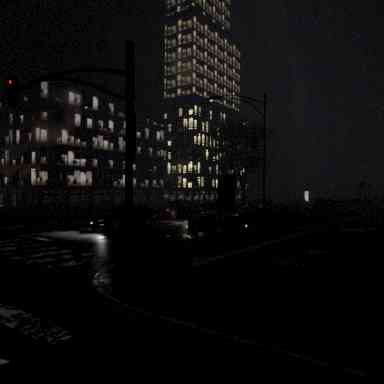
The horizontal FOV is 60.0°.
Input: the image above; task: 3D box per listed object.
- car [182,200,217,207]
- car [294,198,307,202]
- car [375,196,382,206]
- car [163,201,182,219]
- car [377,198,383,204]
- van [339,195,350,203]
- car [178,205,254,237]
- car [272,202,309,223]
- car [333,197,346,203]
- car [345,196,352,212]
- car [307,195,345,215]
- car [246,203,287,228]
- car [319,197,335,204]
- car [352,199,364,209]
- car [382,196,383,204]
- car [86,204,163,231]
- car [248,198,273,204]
[{"bbox_3d":[1.659,1.568,29.198,1.882,1.535,5.008,1,0,36],"label":"car"},{"bbox_3d":[18.253,1.726,56.023,1.752,1.417,4.829,1,0,36],"label":"car"},{"bbox_3d":[35.093,1.940,64.710,1.752,1.417,4.829,1,0,36],"label":"car"},{"bbox_3d":[-1.541,1.480,29.450,1.967,1.590,4.097,1,0,36],"label":"car"},{"bbox_3d":[44.888,2.047,77.967,2.008,1.369,4.403,1,0,36],"label":"car"},{"bbox_3d":[38.150,1.705,82.945,1.690,1.788,3.998,1,0,36],"label":"van"},{"bbox_3d":[1.517,1.696,19.056,2.008,1.369,4.403,1,0,36],"label":"car"},{"bbox_3d":[8.031,1.778,27.873,1.802,1.307,4.206,1,0,36],"label":"car"},{"bbox_3d":[34.748,1.861,78.344,1.752,1.417,4.829,1,0,36],"label":"car"},{"bbox_3d":[18.540,1.720,42.223,1.967,1.590,4.097,1,0,36],"label":"car"},{"bbox_3d":[15.269,1.569,37.738,2.192,1.841,5.009,1,0,36],"label":"car"},{"bbox_3d":[4.775,1.736,23.465,1.947,1.339,4.313,1,0,36],"label":"car"},{"bbox_3d":[28.251,1.848,69.552,1.947,1.339,4.313,1,0,36],"label":"car"},{"bbox_3d":[25.096,1.773,51.180,1.967,1.590,4.097,1,0,36],"label":"car"},{"bbox_3d":[41.592,1.783,73.502,2.192,1.841,5.009,1,0,36],"label":"car"},{"bbox_3d":[-4.337,1.548,21.088,1.837,1.490,4.892,1,0,36],"label":"car"},{"bbox_3d":[7.744,1.492,37.413,2.097,1.767,4.553,1,0,37],"label":"car"}]
